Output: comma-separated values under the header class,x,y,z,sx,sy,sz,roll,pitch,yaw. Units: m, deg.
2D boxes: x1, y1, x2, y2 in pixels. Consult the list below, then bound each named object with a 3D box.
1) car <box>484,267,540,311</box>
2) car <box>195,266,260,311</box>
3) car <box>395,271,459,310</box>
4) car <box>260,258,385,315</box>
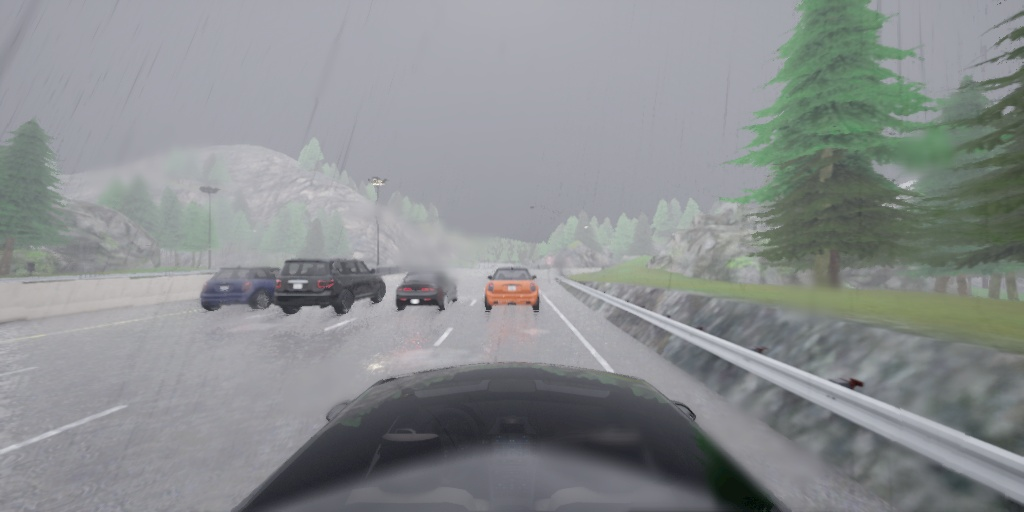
class,x,y,z,sx,sy,sz,roll,pitch,yaw
car,0.011,1.232,15.285,2.097,1.767,4.553,0,-1,0
car,-10.489,1.231,15.257,2.097,1.767,4.553,0,-1,0
car,-3.490,1.388,15.364,1.837,1.490,4.892,0,0,0
car,-6.996,1.097,14.410,2.150,2.045,5.566,0,0,0
